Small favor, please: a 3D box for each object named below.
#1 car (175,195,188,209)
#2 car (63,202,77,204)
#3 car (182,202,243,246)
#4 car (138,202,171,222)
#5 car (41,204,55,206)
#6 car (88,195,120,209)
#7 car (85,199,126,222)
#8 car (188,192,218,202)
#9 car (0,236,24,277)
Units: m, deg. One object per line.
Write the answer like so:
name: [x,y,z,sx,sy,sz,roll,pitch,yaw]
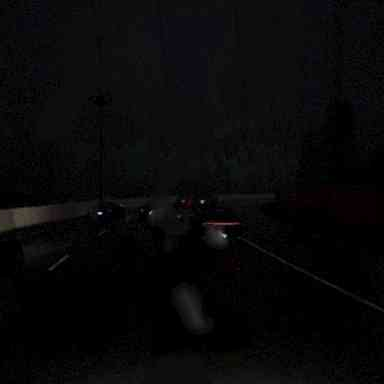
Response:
car: [-0.614,1.129,41.799,2.097,1.767,4.553,0,1,12]
car: [-14.788,1.258,43.652,2.128,1.511,4.902,0,0,11]
car: [0.920,1.410,14.857,2.128,1.511,4.902,0,0,-5]
car: [-2.766,1.428,25.108,1.994,1.385,4.181,0,0,2]
car: [-18.090,1.305,45.031,2.033,1.411,5.357,0,0,12]
car: [-11.319,1.246,43.172,1.882,1.535,5.008,0,0,12]
car: [-6.281,1.429,24.900,1.994,1.385,4.181,0,0,2]
car: [1.313,1.036,33.049,2.150,2.045,5.566,0,-1,8]
car: [-5.194,1.453,7.054,2.128,1.511,4.902,0,0,-9]
